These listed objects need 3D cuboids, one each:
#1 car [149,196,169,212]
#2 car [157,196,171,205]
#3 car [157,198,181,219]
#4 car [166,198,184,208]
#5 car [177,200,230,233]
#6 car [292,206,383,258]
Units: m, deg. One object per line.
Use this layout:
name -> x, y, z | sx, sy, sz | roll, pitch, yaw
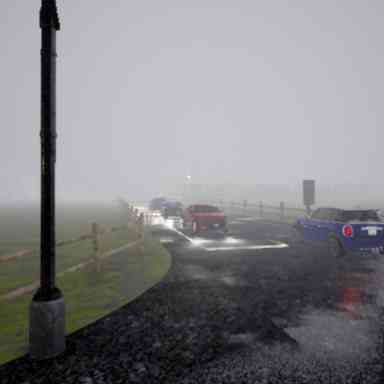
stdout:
car -> -3.917, 1.448, 39.006 | 1.882, 1.535, 5.008 | 0, 0, -13
car -> -4.996, 1.489, 59.144 | 1.837, 1.490, 4.892 | 0, 0, -13
car -> -1.575, 1.529, 29.136 | 1.994, 1.385, 4.181 | 0, 0, -12
car -> -2.583, 1.574, 49.376 | 1.895, 1.301, 4.718 | 0, 0, -13
car -> 0.683, 1.440, 19.539 | 1.882, 1.535, 5.008 | 0, 0, -13
car -> 5.591, 1.311, 12.815 | 2.097, 1.767, 4.553 | 0, 0, -6
